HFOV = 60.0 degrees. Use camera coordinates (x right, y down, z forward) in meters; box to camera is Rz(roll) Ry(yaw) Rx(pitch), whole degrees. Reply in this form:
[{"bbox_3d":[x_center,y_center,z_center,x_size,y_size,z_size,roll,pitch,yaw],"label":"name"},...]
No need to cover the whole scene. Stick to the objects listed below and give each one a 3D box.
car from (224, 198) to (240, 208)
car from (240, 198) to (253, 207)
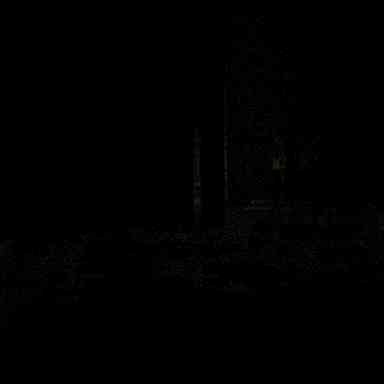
[{"bbox_3d":[4.127,1.554,46.980,1.895,1.301,4.718,0,0,-35],"label":"car"},{"bbox_3d":[6.801,1.544,48.828,1.895,1.301,4.718,0,0,-35],"label":"car"}]
